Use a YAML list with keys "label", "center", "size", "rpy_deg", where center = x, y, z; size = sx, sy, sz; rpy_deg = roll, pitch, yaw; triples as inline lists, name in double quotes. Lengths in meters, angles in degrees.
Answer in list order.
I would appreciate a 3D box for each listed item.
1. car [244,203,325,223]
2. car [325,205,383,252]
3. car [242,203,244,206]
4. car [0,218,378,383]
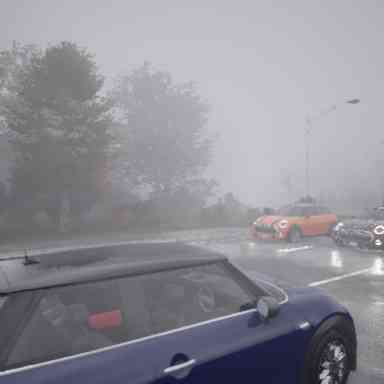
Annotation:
- label: "car"
  center: [5.054, 1.393, 16.134]
  size: [4.553, 1.767, 2.097]
  rpy_deg: [0, 0, -35]
- label: "car"
  center: [7.961, 1.398, 13.896]
  size: [4.553, 1.767, 2.097]
  rpy_deg: [0, 0, -35]
- label: "car"
  center: [9.978, 2.666, 58.032]
  size: [2.128, 1.511, 4.902]
  rpy_deg: [0, -3, -32]
- label: "car"
  center: [-0.224, 1.356, 3.589]
  size: [4.553, 1.767, 2.097]
  rpy_deg: [0, 0, -35]
